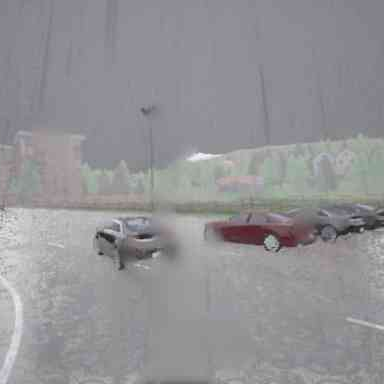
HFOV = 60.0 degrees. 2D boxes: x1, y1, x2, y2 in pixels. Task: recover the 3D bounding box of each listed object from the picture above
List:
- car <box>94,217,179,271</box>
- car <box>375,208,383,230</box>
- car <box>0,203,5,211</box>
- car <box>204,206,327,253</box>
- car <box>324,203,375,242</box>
[{"bbox_3d":[-2.102,1.609,11.571,2.128,1.511,4.902,-1,0,-27],"label":"car"},{"bbox_3d":[8.015,1.378,18.261,1.837,1.490,4.892,-1,0,-42],"label":"car"},{"bbox_3d":[-35.655,2.788,60.820,1.837,1.490,4.892,-1,0,-43],"label":"car"},{"bbox_3d":[2.612,1.476,13.798,1.882,1.535,5.008,-1,0,-42],"label":"car"},{"bbox_3d":[5.528,1.420,15.793,2.128,1.511,4.902,-1,0,-42],"label":"car"}]
